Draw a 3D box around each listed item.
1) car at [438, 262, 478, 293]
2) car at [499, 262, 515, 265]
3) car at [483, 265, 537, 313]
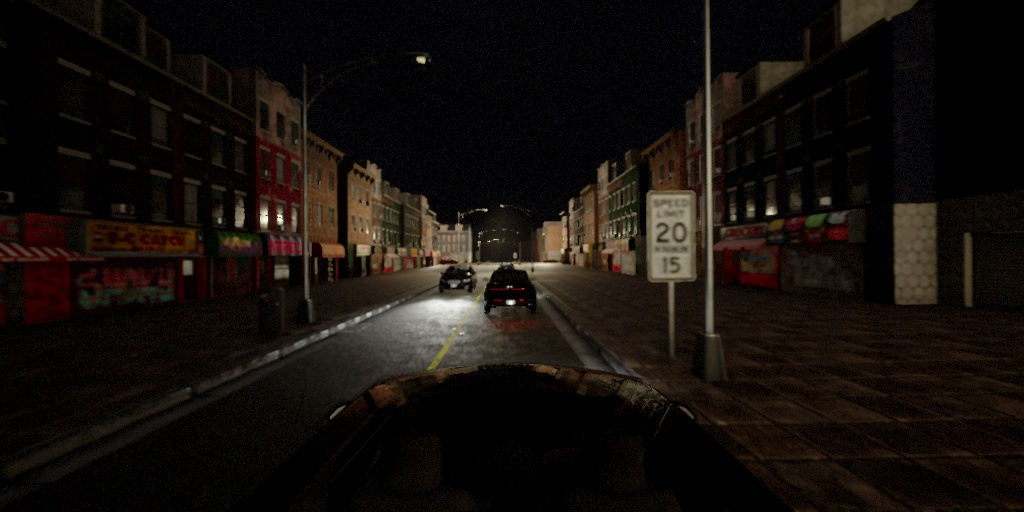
[{"bbox_3d":[-3.085,1.294,21.175,2.128,1.511,4.902,0,0,-1],"label":"car"},{"bbox_3d":[-0.641,1.376,42.771,1.994,1.385,4.181,0,0,-1],"label":"car"},{"bbox_3d":[-0.092,1.268,14.126,1.837,1.490,4.892,0,0,-1],"label":"car"}]
